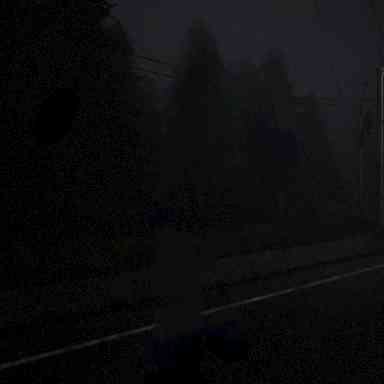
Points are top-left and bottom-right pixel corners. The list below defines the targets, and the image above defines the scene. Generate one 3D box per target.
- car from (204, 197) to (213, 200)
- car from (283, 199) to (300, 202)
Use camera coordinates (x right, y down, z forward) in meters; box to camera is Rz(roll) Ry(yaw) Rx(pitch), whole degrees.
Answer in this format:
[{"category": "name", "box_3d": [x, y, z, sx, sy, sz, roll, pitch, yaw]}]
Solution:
[{"category": "car", "box_3d": [2.063, 1.621, 65.049, 4.718, 1.301, 1.895, 0, 0, 28]}, {"category": "car", "box_3d": [14.700, 1.241, 46.755, 2.150, 2.045, 5.566, 0, 0, -33]}]
